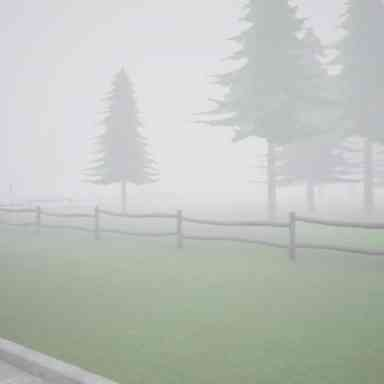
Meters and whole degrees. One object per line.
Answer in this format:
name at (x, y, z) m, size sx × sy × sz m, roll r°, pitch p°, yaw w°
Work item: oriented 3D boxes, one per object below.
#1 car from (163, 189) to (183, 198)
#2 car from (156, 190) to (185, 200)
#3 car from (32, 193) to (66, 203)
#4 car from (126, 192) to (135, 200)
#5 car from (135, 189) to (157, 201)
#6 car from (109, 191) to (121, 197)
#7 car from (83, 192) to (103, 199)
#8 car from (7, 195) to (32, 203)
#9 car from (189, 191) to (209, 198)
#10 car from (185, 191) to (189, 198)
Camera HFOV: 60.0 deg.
car at (-4.069, 0.317, 71.376) m, size 2.097 × 1.767 × 4.553 m, roll 0°, pitch 1°, yaw 32°
car at (-3.656, 0.727, 58.420) m, size 1.812 × 1.442 × 4.674 m, roll 0°, pitch 1°, yaw 31°
car at (-23.190, 0.988, 54.909) m, size 1.882 × 1.535 × 5.008 m, roll 0°, pitch 1°, yaw 31°
car at (-9.991, 0.789, 61.470) m, size 2.033 × 1.411 × 5.357 m, roll 0°, pitch 1°, yaw 31°
car at (-7.101, 0.449, 59.496) m, size 2.150 × 2.045 × 5.566 m, roll 0°, pitch 0°, yaw 31°
car at (-15.066, 0.612, 68.705) m, size 2.128 × 1.511 × 4.902 m, roll 0°, pitch 1°, yaw 31°
car at (-21.279, 0.680, 71.956) m, size 1.812 × 1.442 × 4.674 m, roll 0°, pitch 1°, yaw 31°
car at (-29.513, 1.152, 57.896) m, size 1.895 × 1.301 × 4.718 m, roll 0°, pitch 1°, yaw 31°
car at (1.931, 0.593, 67.769) m, size 1.895 × 1.301 × 4.718 m, roll 0°, pitch 1°, yaw 32°
car at (-1.069, 0.472, 69.573) m, size 1.812 × 1.442 × 4.674 m, roll 0°, pitch 1°, yaw 32°
